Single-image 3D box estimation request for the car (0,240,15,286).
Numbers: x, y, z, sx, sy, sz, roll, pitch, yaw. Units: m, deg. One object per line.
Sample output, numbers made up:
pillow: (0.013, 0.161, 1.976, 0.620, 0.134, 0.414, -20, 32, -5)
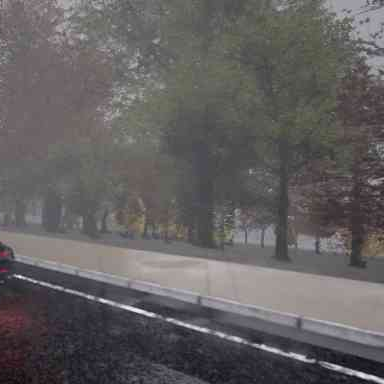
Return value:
car: (-6.211, 1.505, 8.116, 4.892, 1.490, 1.837, 0, 0, 36)
